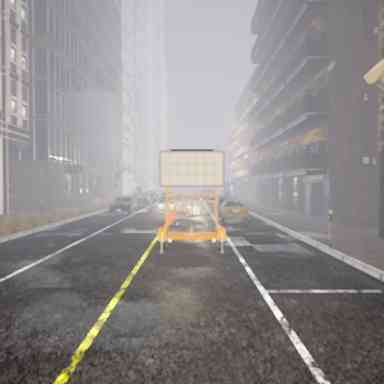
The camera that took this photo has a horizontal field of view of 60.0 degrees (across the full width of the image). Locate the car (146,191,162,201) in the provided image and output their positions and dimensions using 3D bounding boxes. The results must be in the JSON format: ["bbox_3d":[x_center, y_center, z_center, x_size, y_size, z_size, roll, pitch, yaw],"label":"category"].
[{"bbox_3d":[-5.684,0.525,50.375,1.752,1.417,4.829,0,1,0],"label":"car"}]

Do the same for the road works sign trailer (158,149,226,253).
[{"bbox_3d":[0.001,0.213,12.350,2.380,3.560,2.880,0,1,0],"label":"road works sign trailer"}]

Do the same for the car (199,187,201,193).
[{"bbox_3d":[2.698,0.093,61.836,2.192,1.841,5.009,0,1,0],"label":"car"}]

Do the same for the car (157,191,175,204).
[{"bbox_3d":[-3.080,0.673,41.722,1.837,1.490,4.892,0,1,0],"label":"car"}]

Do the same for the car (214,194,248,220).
[{"bbox_3d":[2.693,1.072,22.477,1.752,1.417,4.829,0,1,0],"label":"car"}]

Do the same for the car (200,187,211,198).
[{"bbox_3d":[2.696,0.437,50.542,1.967,1.590,4.097,0,1,0],"label":"car"}]

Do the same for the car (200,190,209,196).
[{"bbox_3d":[2.698,0.141,73.136,1.802,1.307,4.206,0,1,0],"label":"car"}]

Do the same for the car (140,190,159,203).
[{"bbox_3d":[-5.685,0.547,44.897,1.967,1.590,4.097,0,1,0],"label":"car"}]

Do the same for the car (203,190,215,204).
[{"bbox_3d":[2.695,0.767,39.250,2.008,1.369,4.403,0,1,0],"label":"car"}]

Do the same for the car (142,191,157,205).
[{"bbox_3d":[-5.685,0.767,39.250,2.008,1.369,4.403,0,1,0],"label":"car"}]

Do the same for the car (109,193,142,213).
[{"bbox_3d":[-5.687,1.004,27.956,1.947,1.339,4.313,0,1,0],"label":"car"}]

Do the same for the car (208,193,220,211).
[{"bbox_3d":[2.694,1.004,27.956,1.947,1.339,4.313,0,1,0],"label":"car"}]
